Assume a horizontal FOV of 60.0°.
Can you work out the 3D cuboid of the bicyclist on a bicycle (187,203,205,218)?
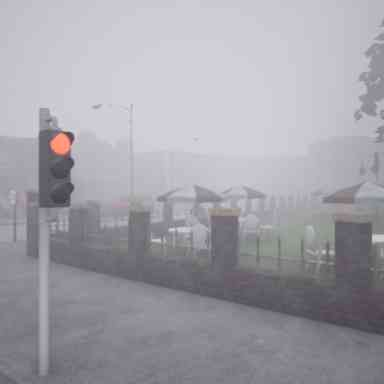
[{"bbox_3d":[0.269,1.323,21.743,1.656,1.620,0.582,0,0,35],"label":"bicyclist on a bicycle"}]

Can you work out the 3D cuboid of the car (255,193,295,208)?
[{"bbox_3d":[11.888,1.200,47.337,5.566,2.045,2.150,0,0,-9],"label":"car"}]

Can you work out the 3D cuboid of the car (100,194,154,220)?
[{"bbox_3d":[-5.567,1.192,28.038,2.150,2.045,5.566,0,0,35],"label":"car"}]
